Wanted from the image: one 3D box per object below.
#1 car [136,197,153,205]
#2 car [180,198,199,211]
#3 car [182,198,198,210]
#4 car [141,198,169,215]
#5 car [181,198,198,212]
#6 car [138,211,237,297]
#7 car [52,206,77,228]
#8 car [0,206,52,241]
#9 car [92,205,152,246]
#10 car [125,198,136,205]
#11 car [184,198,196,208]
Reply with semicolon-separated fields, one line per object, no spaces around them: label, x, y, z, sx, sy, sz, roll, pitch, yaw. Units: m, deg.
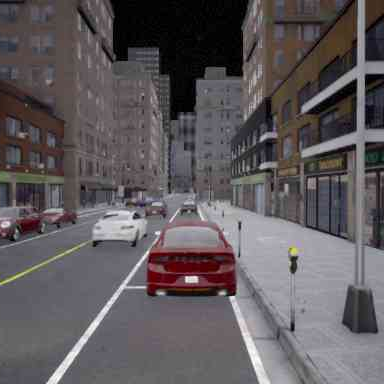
car;-6.151;1.453;46.962;1.882;1.535;5.008;0;0;0
car;-0.280;1.537;32.939;2.008;1.369;4.403;-1;0;0
car;-0.278;1.543;44.111;1.947;1.339;4.313;-1;0;0
car;-3.142;1.514;30.076;1.812;1.442;4.674;0;0;0
car;-0.279;1.507;38.694;1.752;1.417;4.829;-1;0;0
car;-0.006;1.475;8.652;1.882;1.535;5.008;0;0;0
car;-8.822;1.575;21.767;1.802;1.307;4.206;-1;0;0
car;-8.823;1.435;16.181;1.967;1.590;4.097;-1;0;0
car;-3.141;1.522;15.091;1.812;1.442;4.674;0;0;0
car;-8.822;1.517;49.695;1.887;1.381;4.507;-1;0;0
car;-0.276;1.554;49.696;1.802;1.307;4.206;-1;0;0
